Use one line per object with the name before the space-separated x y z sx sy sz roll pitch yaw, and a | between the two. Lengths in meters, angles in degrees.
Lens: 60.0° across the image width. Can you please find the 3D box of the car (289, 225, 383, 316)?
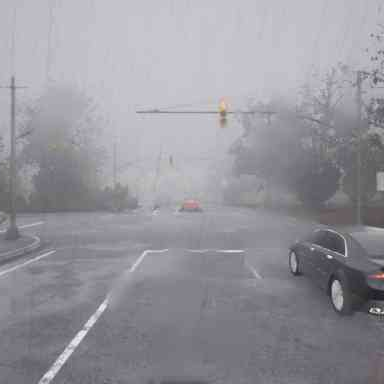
car | 3.602 1.505 7.477 1.837 1.490 4.892 0 0 1

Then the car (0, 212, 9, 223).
car | -15.462 1.675 23.090 4.718 1.301 1.895 -1 0 -3

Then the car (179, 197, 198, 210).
car | -0.320 1.431 43.950 2.097 1.767 4.553 0 -1 -2

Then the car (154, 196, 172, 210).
car | -3.950 1.626 43.602 2.033 1.411 5.357 0 -1 -3

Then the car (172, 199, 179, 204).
car | -4.326 2.432 83.214 1.895 1.301 4.718 0 -1 -22

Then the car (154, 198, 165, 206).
car | -6.310 1.962 64.420 1.837 1.490 4.892 0 -1 -10
